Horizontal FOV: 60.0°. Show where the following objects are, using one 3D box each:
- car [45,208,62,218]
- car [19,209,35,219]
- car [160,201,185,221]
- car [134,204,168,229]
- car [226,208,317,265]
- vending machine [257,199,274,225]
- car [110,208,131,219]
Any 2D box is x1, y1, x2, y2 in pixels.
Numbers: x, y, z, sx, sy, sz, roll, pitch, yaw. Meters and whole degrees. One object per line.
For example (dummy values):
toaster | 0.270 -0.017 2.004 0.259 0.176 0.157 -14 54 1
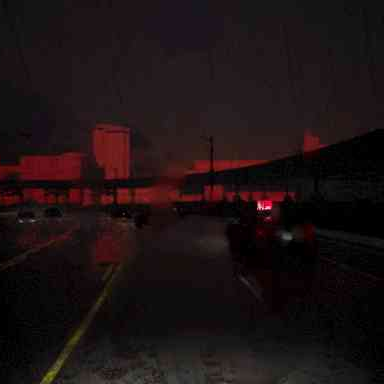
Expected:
car | -20.074 2.987 48.062 1.882 1.535 5.008 1 -3 -30
car | -22.639 3.040 45.567 1.895 1.301 4.718 1 -3 -29
car | -2.425 1.985 34.684 2.150 2.045 5.566 0 -3 -18
car | -3.364 1.895 25.434 1.882 1.535 5.008 0 -2 -14
car | 2.639 1.433 12.154 2.097 1.767 4.553 0 -1 -7
vending machine | 5.974 1.621 27.105 1.100 2.100 0.880 1 -1 -14
car | -9.005 2.688 41.851 1.994 1.385 4.181 0 -3 -23
